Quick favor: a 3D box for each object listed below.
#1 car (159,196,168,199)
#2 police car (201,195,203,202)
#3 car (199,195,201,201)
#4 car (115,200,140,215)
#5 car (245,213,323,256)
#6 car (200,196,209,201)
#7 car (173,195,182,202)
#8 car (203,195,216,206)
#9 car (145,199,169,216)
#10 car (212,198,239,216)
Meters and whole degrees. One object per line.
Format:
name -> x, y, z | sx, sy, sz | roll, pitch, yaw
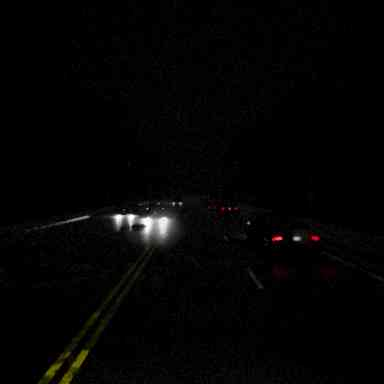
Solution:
car -> -6.500, 1.580, 75.512 | 1.812, 1.442, 4.674 | 0, 0, 0
police car -> 3.250, 1.460, 65.802 | 1.930, 1.638, 5.238 | 0, 0, 0
car -> 3.250, 1.625, 76.693 | 1.994, 1.385, 4.181 | 0, 0, 0
car -> -6.594, 1.563, 34.293 | 1.994, 1.385, 4.181 | 0, 0, 0
car -> 3.350, 1.542, 13.119 | 2.033, 1.411, 5.357 | 0, 0, 0
car -> 3.250, 1.658, 87.693 | 1.994, 1.385, 4.181 | 0, 0, 0
car -> -3.250, 1.448, 73.917 | 1.837, 1.490, 4.892 | 0, 0, 0
car -> 3.250, 1.447, 54.692 | 2.033, 1.649, 4.856 | 0, 0, 0
car -> -3.347, 1.600, 32.417 | 1.895, 1.301, 4.718 | 0, 0, 0
car -> 3.349, 1.547, 32.061 | 2.033, 1.411, 5.357 | 0, 0, 0
